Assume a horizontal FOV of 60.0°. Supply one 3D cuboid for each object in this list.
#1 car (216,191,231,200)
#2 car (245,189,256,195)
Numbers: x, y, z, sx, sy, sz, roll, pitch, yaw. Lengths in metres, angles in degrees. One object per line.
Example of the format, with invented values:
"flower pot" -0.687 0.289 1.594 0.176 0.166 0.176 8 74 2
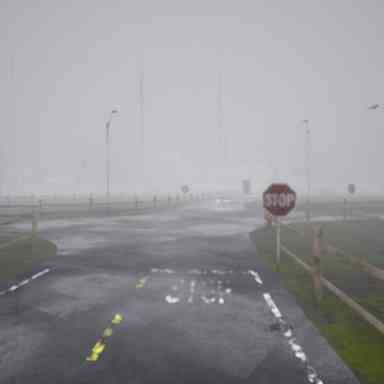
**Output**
"car" 5.198 0.594 54.274 1.837 1.490 4.892 0 3 16
"car" 13.944 0.072 78.591 1.812 1.442 4.674 1 1 22
